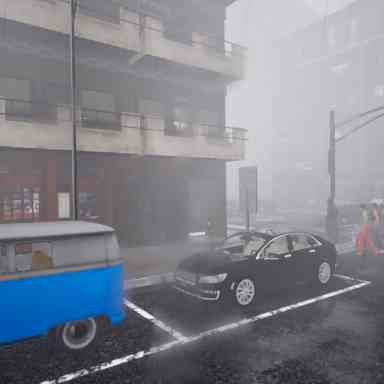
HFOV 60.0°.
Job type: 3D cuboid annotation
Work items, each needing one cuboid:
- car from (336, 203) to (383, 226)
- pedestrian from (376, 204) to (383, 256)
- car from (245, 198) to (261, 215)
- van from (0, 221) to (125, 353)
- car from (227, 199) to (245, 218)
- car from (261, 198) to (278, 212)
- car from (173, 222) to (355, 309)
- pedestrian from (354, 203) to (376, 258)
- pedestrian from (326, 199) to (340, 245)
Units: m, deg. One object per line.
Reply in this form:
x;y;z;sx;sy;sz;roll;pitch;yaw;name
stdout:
11.447;1.476;21.099;1.837;1.490;4.892;-2;1;-41;car
6.799;1.290;12.283;0.375;1.860;0.375;-1;0;-36;pedestrian
3.741;1.392;31.380;1.882;1.535;5.008;-1;1;-35;car
-2.917;1.341;4.496;3.998;1.788;1.690;0;-1;-36;van
2.151;1.507;28.916;1.887;1.381;4.507;-1;1;-35;car
7.313;1.357;36.581;1.887;1.381;4.507;-1;1;-35;car
1.623;1.549;7.739;4.403;1.369;2.008;0;-1;-36;car
5.935;1.291;11.436;0.375;1.860;0.375;-1;0;-36;pedestrian
5.496;1.138;13.087;0.375;1.860;0.375;-1;0;-36;pedestrian
